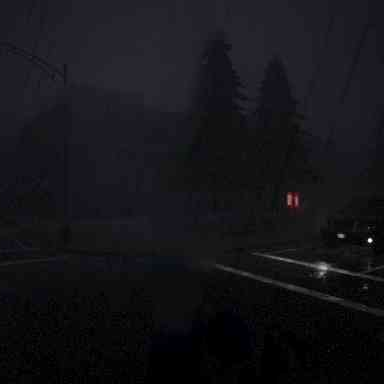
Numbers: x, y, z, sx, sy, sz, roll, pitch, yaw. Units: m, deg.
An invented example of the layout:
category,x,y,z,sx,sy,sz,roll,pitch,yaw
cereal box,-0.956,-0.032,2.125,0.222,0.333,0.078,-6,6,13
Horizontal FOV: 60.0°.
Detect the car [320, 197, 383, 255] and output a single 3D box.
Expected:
category,x,y,z,sx,sy,sz,roll,pitch,yaw
car,7.649,1.247,13.771,5.566,2.045,2.150,0,0,-37
